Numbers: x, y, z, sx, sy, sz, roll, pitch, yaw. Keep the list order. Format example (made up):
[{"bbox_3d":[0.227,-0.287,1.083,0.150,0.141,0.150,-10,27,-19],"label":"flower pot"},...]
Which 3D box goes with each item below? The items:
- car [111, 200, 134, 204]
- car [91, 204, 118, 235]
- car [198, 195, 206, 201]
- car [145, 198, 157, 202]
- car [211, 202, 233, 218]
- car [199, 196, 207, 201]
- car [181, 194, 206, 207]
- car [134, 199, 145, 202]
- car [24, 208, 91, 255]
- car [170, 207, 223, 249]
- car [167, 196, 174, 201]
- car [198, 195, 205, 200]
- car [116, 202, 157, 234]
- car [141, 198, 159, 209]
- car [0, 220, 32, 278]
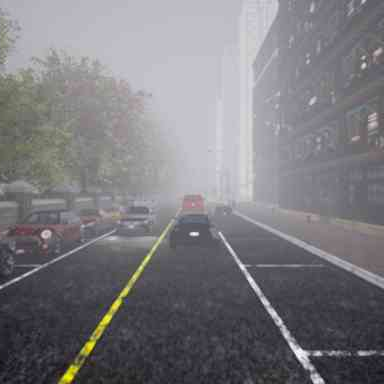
[{"bbox_3d":[-5.690,1.525,23.946,1.752,1.417,4.829,0,0,0],"label":"car"},{"bbox_3d":[-5.690,1.581,18.578,1.802,1.307,4.206,0,0,0],"label":"car"},{"bbox_3d":[2.683,1.611,89.823,1.947,1.339,4.313,0,0,0],"label":"car"},{"bbox_3d":[-5.770,1.555,40.731,2.008,1.369,4.403,0,0,0],"label":"car"},{"bbox_3d":[2.689,1.552,29.659,2.008,1.369,4.403,0,0,0],"label":"car"},{"bbox_3d":[2.683,1.605,84.191,1.947,1.339,4.313,0,0,0],"label":"car"},{"bbox_3d":[0.097,1.223,32.905,2.150,2.045,5.566,0,0,0],"label":"car"},{"bbox_3d":[-5.691,1.441,29.656,1.967,1.590,4.097,0,0,0],"label":"car"},{"bbox_3d":[-5.688,1.439,13.039,1.967,1.590,4.097,0,0,0],"label":"car"},{"bbox_3d":[0.095,1.563,14.610,1.994,1.385,4.181,0,0,0],"label":"car"},{"bbox_3d":[-5.698,1.627,89.822,1.802,1.307,4.206,0,0,0],"label":"car"},{"bbox_3d":[2.682,1.619,95.456,1.947,1.339,4.313,0,0,0],"label":"car"},{"bbox_3d":[-3.102,1.525,19.349,1.812,1.442,4.674,0,0,0],"label":"car"},{"bbox_3d":[-5.822,1.551,46.271,1.887,1.381,4.507,0,0,0],"label":"car"},{"bbox_3d":[-5.689,1.565,7.501,1.947,1.339,4.313,0,0,0],"label":"car"}]
